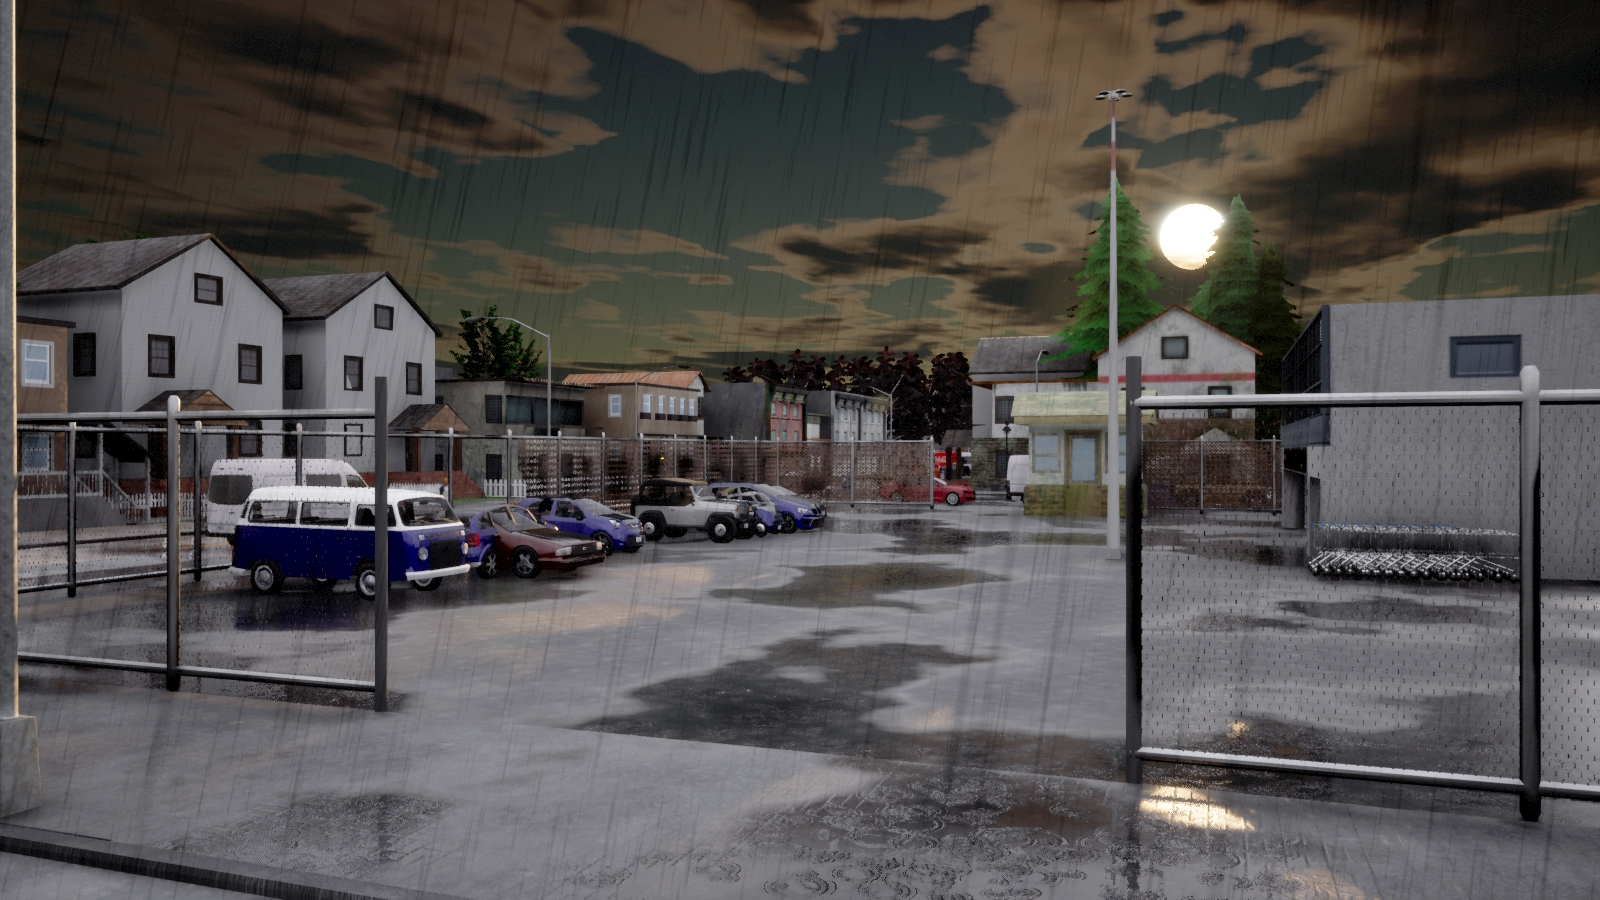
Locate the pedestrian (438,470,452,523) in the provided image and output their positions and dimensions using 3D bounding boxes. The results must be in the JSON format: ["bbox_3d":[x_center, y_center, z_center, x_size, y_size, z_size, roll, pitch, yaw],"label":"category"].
[{"bbox_3d":[-12.567,1.633,40.478,0.375,1.860,0.375,0,0,2],"label":"pedestrian"}]

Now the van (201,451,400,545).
[{"bbox_3d":[-14.855,1.319,34.464,1.988,2.561,5.915,0,0,20],"label":"van"}]

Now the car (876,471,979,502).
[{"bbox_3d":[6.523,1.843,58.394,4.892,1.480,2.231,0,0,19],"label":"car"}]
